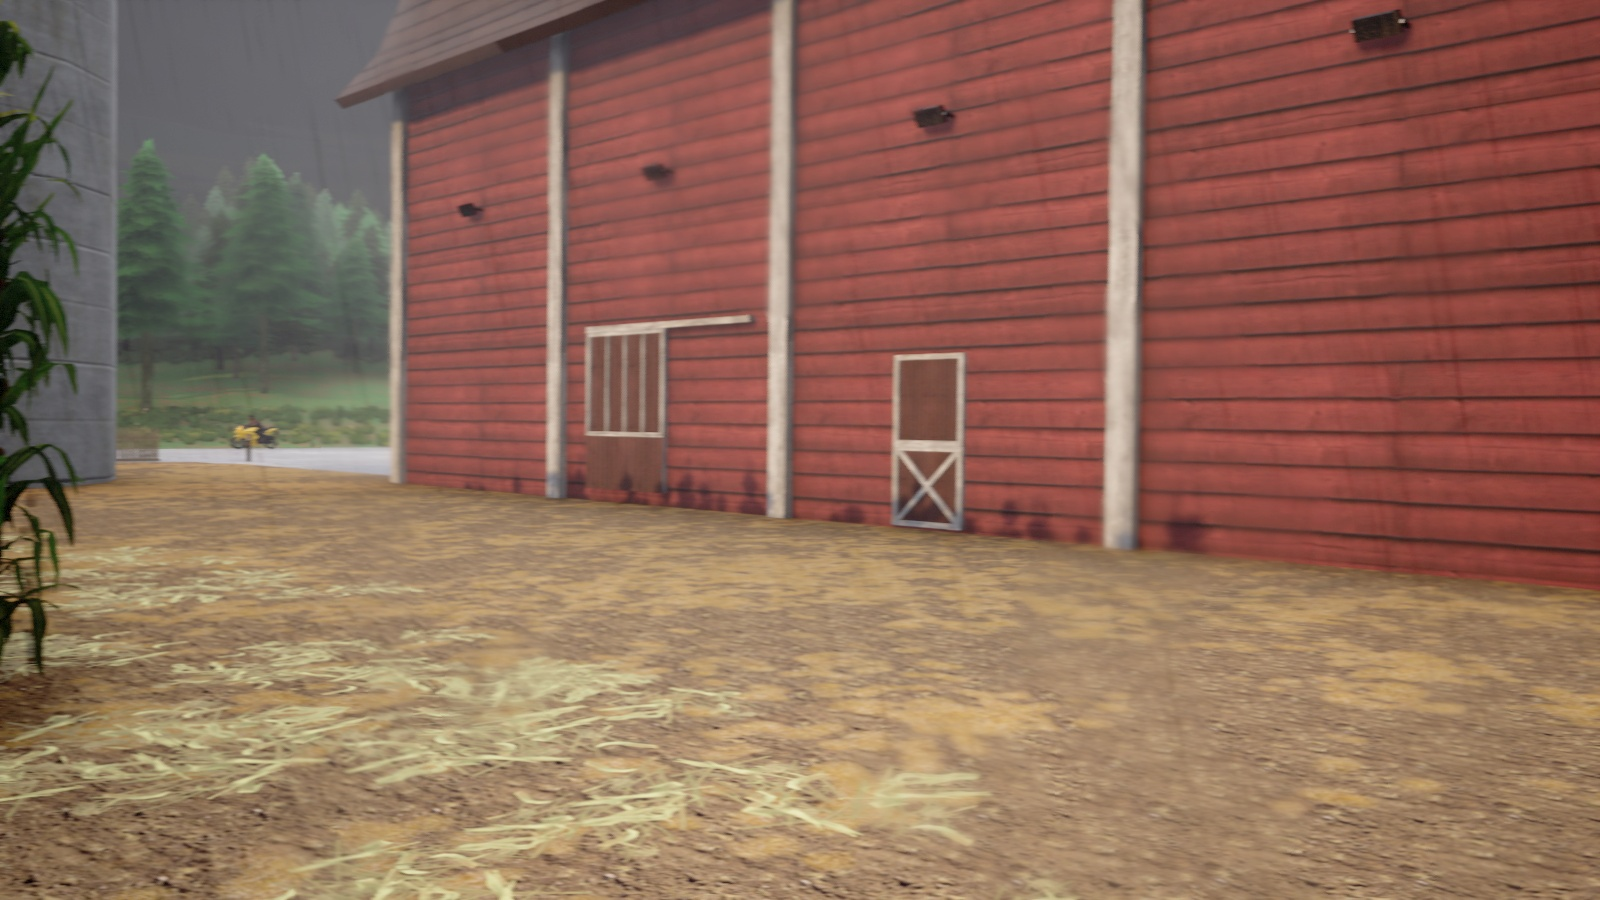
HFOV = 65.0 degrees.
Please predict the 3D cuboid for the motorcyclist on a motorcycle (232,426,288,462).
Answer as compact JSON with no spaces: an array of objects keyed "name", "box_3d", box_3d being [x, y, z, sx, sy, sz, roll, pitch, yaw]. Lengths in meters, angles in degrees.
[{"name":"motorcyclist on a motorcycle","box_3d":[-23.420,-0.265,54.468,0.797,1.523,2.044,1,2,45]}]
